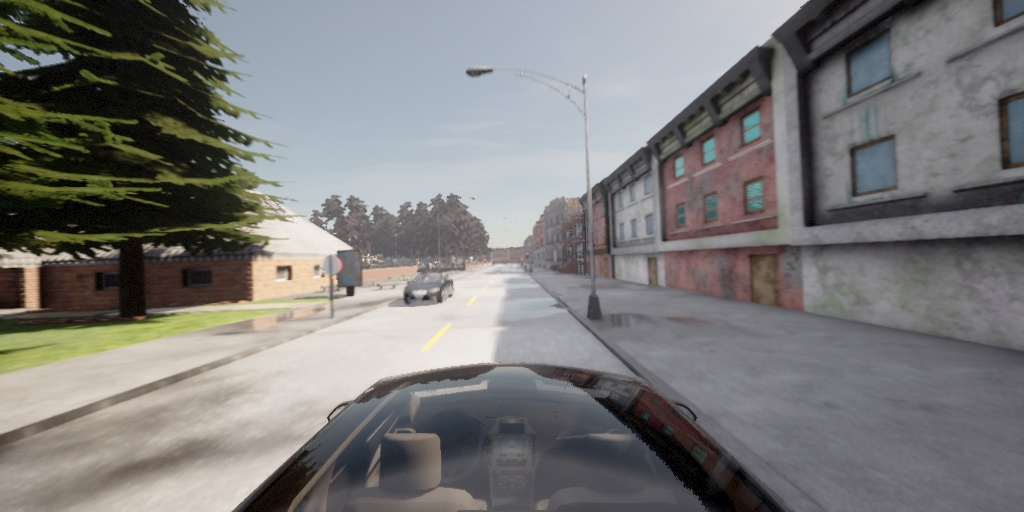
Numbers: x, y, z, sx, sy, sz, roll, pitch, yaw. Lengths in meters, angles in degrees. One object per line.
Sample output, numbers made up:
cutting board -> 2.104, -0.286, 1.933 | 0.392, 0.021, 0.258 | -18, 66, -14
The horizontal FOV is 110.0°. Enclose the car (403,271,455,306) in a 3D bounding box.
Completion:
car -> -4.135, 1.565, 18.439 | 2.128, 1.511, 4.902 | -2, -1, 0
